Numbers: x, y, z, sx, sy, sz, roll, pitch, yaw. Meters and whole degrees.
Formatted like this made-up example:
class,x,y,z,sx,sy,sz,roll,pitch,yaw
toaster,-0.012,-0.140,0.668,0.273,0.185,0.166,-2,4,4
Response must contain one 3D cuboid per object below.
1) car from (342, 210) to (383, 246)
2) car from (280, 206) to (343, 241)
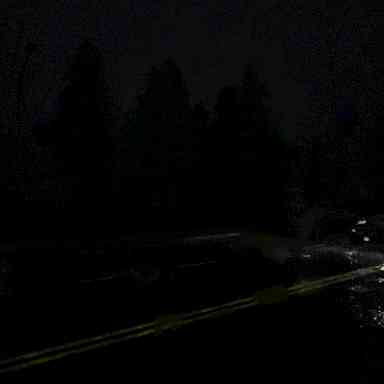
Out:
class,x,y,z,sx,sy,sz,roll,pitch,yaw
car,8.808,1.586,14.538,4.674,1.442,1.812,0,0,-36
car,6.731,1.538,17.372,5.008,1.535,1.882,0,0,-35
